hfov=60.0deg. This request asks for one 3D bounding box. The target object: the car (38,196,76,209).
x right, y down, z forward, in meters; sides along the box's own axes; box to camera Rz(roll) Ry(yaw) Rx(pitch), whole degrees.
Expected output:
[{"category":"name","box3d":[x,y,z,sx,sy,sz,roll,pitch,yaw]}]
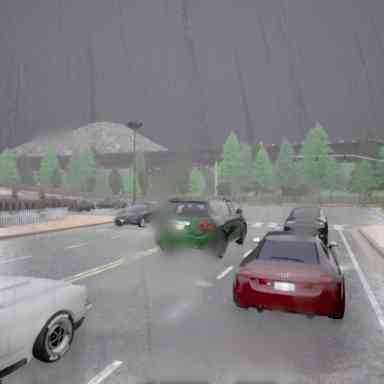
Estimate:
[{"category":"car","box3d":[-19.004,1.422,46.936,5.008,1.535,1.882,1,0,20]}]

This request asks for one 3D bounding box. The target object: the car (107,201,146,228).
[{"category":"car","box3d":[-3.352,1.514,22.417,1.837,1.490,4.892,0,0,21]}]

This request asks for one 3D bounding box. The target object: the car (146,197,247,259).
[{"category":"car","box3d":[0.591,1.221,12.965,2.150,2.045,5.566,0,0,21]}]

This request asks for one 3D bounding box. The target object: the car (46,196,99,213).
[{"category":"car","box3d":[-13.628,1.542,37.602,5.357,1.411,2.033,0,0,19]}]

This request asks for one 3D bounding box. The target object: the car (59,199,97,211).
[{"category":"car","box3d":[-14.265,1.554,41.543,4.181,1.385,1.994,0,0,20]}]

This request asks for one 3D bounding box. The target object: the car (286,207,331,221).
[{"category":"car","box3d":[5.561,1.492,16.024,2.128,1.511,4.902,0,0,22]}]

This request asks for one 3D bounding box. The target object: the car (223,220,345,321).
[{"category":"car","box3d":[2.264,1.564,7.495,1.994,1.385,4.181,0,0,20]}]

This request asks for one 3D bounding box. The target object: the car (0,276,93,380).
[{"category":"car","box3d":[-3.158,1.601,3.326,1.895,1.301,4.718,0,0,21]}]

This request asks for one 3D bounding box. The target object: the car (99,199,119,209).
[{"category":"car","box3d":[-10.556,1.556,43.943,4.181,1.385,1.994,0,0,20]}]

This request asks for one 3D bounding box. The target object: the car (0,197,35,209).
[{"category":"car","box3d":[-23.631,1.411,44.866,4.181,1.385,1.994,2,1,20]}]

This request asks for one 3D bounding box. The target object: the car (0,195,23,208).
[{"category":"car","box3d":[-24.266,1.411,41.375,5.357,1.411,2.033,2,1,20]}]

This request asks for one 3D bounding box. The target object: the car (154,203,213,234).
[{"category":"car","box3d":[-0.350,1.507,20.495,1.837,1.490,4.892,0,0,21]}]
